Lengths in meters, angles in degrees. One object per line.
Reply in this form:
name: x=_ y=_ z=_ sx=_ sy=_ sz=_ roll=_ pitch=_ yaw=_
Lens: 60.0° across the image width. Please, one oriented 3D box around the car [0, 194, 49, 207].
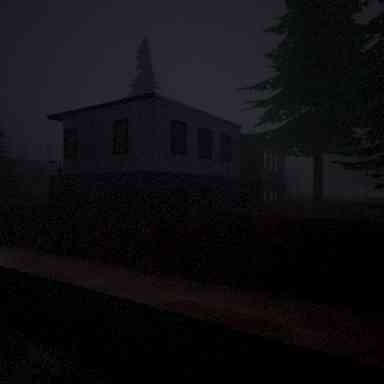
car: x=-14.765 y=1.202 z=29.609 sx=2.150 sy=2.045 sz=5.566 roll=0 pitch=0 yaw=27
